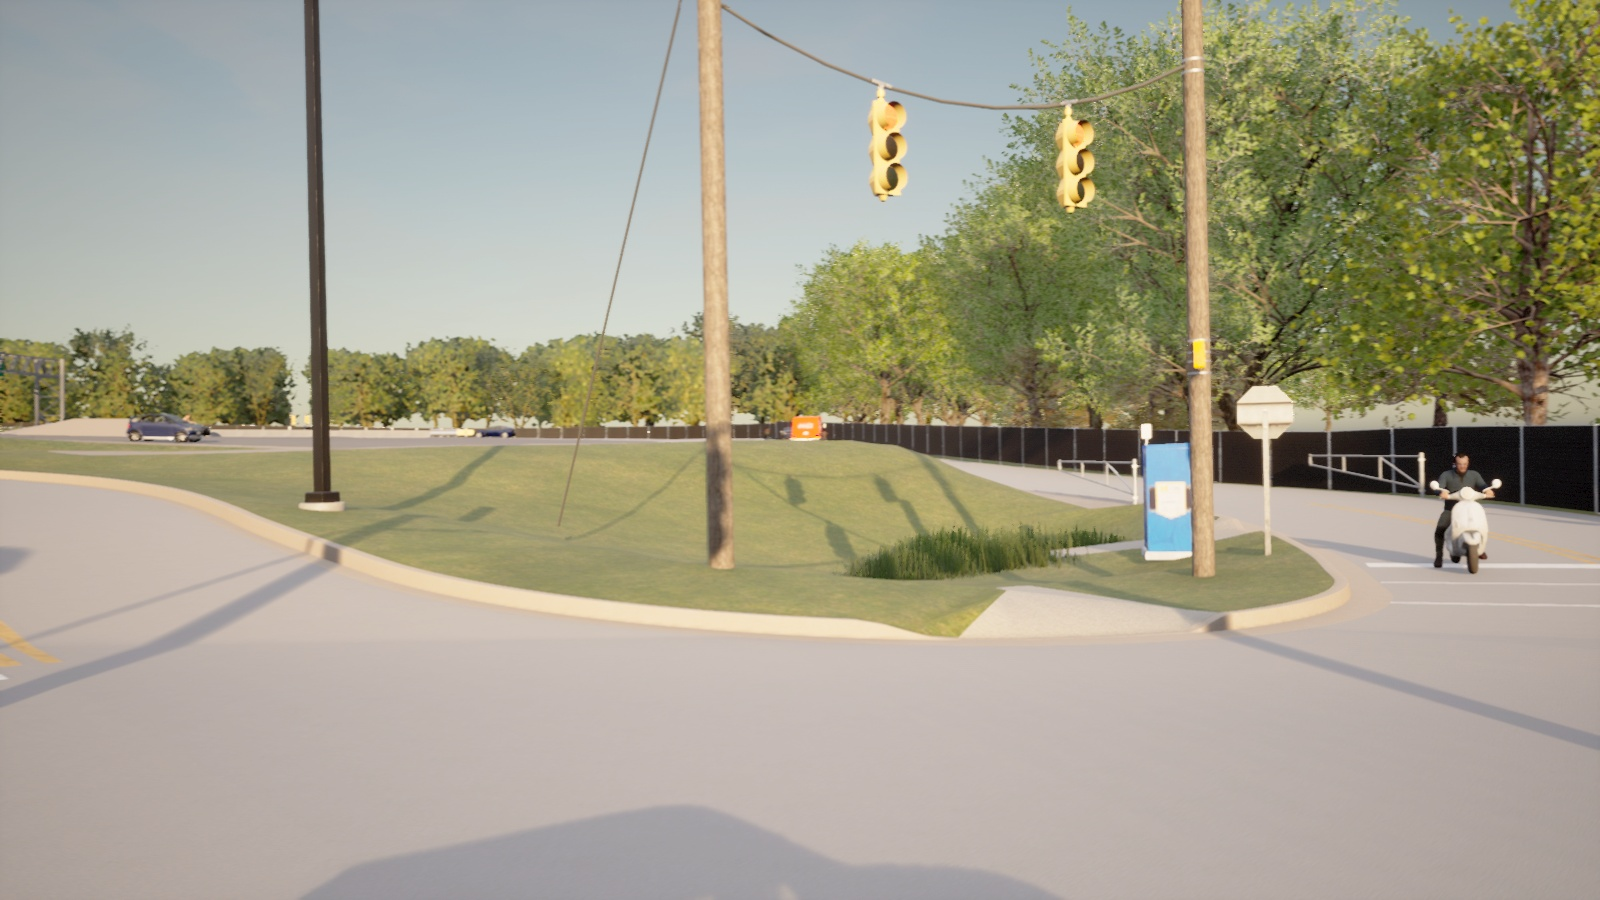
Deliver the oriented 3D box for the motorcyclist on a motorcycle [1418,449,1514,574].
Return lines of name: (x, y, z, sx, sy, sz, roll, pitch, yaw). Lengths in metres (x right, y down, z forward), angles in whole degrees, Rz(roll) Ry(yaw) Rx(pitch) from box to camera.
motorcyclist on a motorcycle: (9.157, 0.809, 17.335, 0.866, 1.590, 1.817, -1, 1, 19)

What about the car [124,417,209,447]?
car: (-34.671, -1.007, 68.777, 3.705, 1.549, 1.789, 1, 2, 0)
